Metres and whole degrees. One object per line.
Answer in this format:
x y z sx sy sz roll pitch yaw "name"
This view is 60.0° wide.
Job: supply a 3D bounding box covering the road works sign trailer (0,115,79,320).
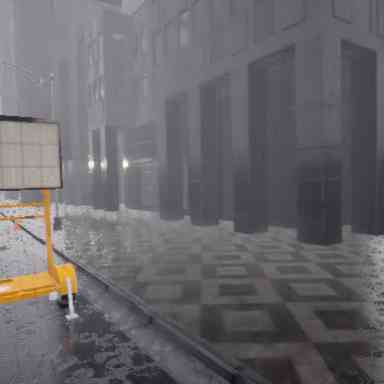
-3.687 0.384 6.178 2.380 3.560 2.880 -3 2 -34 "road works sign trailer"
